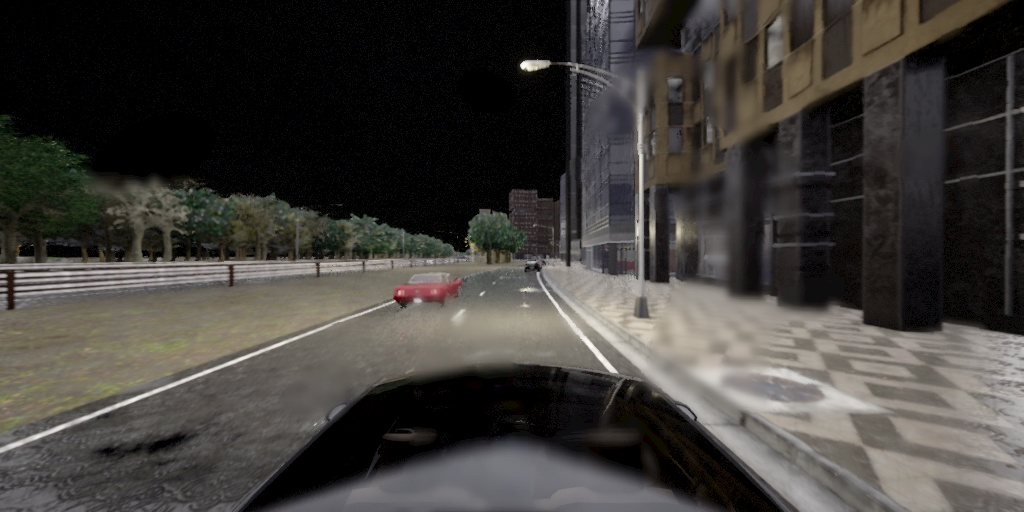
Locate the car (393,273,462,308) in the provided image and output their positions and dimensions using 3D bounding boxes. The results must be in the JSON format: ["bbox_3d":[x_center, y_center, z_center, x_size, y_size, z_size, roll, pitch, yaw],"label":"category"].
[{"bbox_3d":[-3.305,1.357,15.100,1.895,1.301,4.718,0,0,1],"label":"car"}]

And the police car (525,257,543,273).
[{"bbox_3d":[2.660,1.251,46.400,1.930,1.638,5.238,0,0,5],"label":"police car"}]

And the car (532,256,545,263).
[{"bbox_3d":[4.171,1.223,61.987,2.097,1.767,4.553,0,0,6],"label":"car"}]
